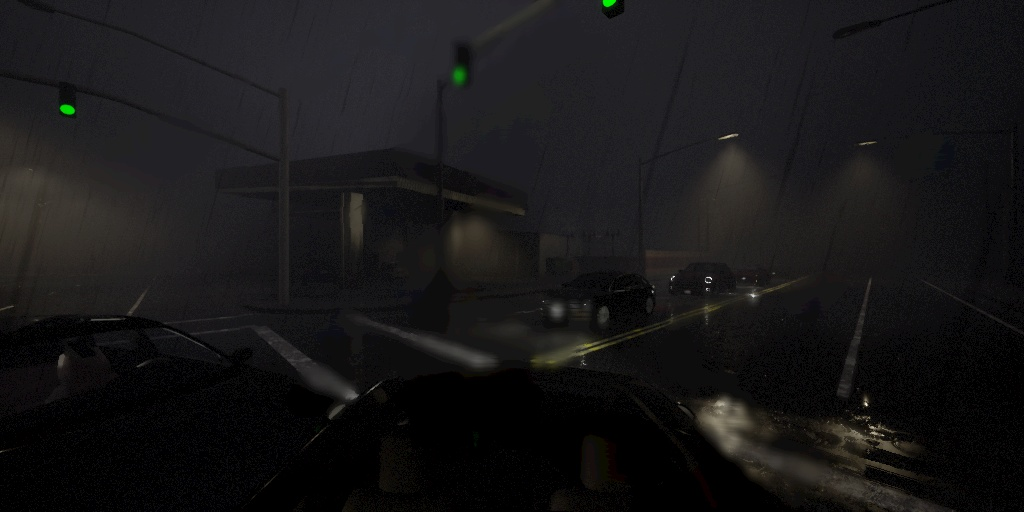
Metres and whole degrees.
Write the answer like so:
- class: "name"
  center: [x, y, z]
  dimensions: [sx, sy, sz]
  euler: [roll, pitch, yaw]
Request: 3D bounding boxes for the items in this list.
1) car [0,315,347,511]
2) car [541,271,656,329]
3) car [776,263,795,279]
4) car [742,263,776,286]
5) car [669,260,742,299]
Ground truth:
- class: "car"
  center: [-3.406, 1.242, 2.582]
  dimensions: [4.902, 1.511, 2.128]
  euler: [0, 0, 15]
- class: "car"
  center: [2.947, 1.255, 11.564]
  dimensions: [4.892, 1.490, 1.837]
  euler: [0, 0, -45]
- class: "car"
  center: [23.965, 1.314, 32.253]
  dimensions: [4.181, 1.385, 1.994]
  euler: [0, 0, -44]
- class: "car"
  center: [16.792, 1.314, 25.241]
  dimensions: [1.994, 1.385, 4.181]
  euler: [0, 0, 44]
- class: "car"
  center: [9.825, 1.102, 18.370]
  dimensions: [4.553, 1.767, 2.097]
  euler: [0, 0, -45]
